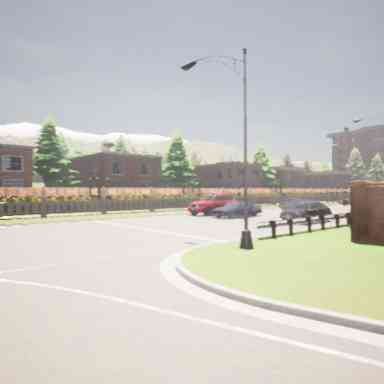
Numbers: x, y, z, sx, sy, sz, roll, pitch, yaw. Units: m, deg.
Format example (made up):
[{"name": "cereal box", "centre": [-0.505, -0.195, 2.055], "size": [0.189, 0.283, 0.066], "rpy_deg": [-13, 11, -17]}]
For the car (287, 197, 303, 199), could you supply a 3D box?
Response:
[{"name": "car", "centre": [11.723, 1.463, 36.258], "size": [4.674, 1.442, 1.812], "rpy_deg": [0, 0, -41]}]

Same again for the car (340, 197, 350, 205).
[{"name": "car", "centre": [25.613, 1.432, 52.920], "size": [5.357, 1.411, 2.033], "rpy_deg": [0, 0, -41]}]

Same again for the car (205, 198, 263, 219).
[{"name": "car", "centre": [4.036, 1.541, 29.543], "size": [5.357, 1.411, 2.033], "rpy_deg": [0, 0, -41]}]

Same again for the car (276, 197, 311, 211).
[{"name": "car", "centre": [12.759, 1.435, 41.805], "size": [4.892, 1.490, 1.837], "rpy_deg": [-2, 1, -41]}]

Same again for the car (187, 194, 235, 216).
[{"name": "car", "centre": [2.133, 1.234, 32.528], "size": [5.566, 2.045, 2.150], "rpy_deg": [0, 0, -41]}]

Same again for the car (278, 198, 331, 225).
[{"name": "car", "centre": [8.142, 1.460, 23.836], "size": [4.892, 1.490, 1.837], "rpy_deg": [0, 0, -41]}]
